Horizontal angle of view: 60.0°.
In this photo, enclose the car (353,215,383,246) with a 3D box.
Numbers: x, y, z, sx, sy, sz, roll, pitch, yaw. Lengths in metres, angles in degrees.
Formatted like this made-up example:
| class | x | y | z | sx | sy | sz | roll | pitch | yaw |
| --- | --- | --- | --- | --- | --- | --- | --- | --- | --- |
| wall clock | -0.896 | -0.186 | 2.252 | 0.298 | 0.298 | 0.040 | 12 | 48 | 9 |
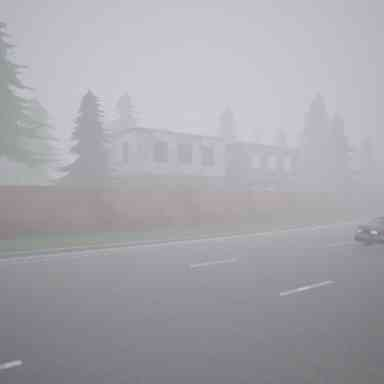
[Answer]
| class | x | y | z | sx | sy | sz | roll | pitch | yaw |
| --- | --- | --- | --- | --- | --- | --- | --- | --- | --- |
| car | 9.258 | 1.674 | 14.641 | 5.357 | 1.411 | 2.033 | 1 | 0 | -36 |
